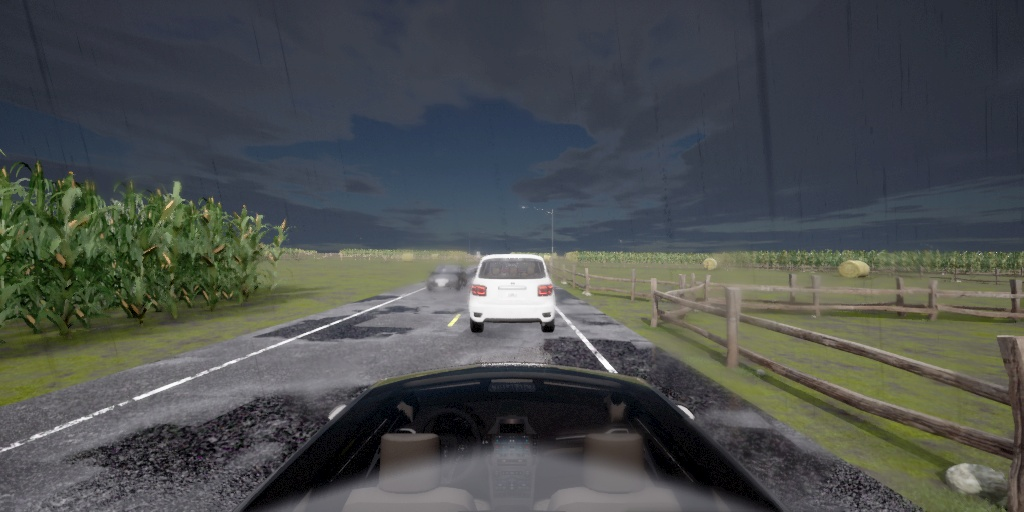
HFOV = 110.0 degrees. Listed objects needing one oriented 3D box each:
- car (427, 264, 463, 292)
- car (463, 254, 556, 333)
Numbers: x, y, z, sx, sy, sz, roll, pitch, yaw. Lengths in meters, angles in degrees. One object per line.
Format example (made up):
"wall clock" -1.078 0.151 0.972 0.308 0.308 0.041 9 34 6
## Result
"car" -3.749 1.237 21.374 2.128 1.511 4.902 0 0 -1
"car" 0.016 0.972 10.909 2.150 2.045 5.566 0 0 0
